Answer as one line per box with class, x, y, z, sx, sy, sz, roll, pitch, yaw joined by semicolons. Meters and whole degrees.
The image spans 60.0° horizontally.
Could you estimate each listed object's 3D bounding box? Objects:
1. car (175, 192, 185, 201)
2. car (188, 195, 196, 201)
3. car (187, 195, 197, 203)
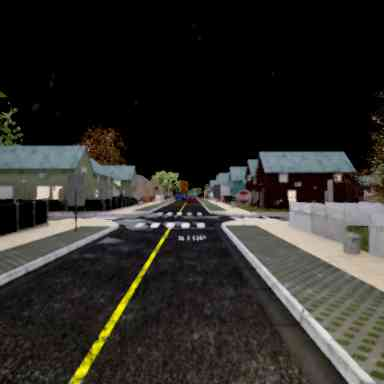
car;-2.717;0.984;76.601;2.150;2.045;5.566;0;0;0
car;0.035;1.539;82.458;1.812;1.442;4.674;0;0;0
car;0.030;1.467;72.424;2.097;1.767;4.553;0;0;0
